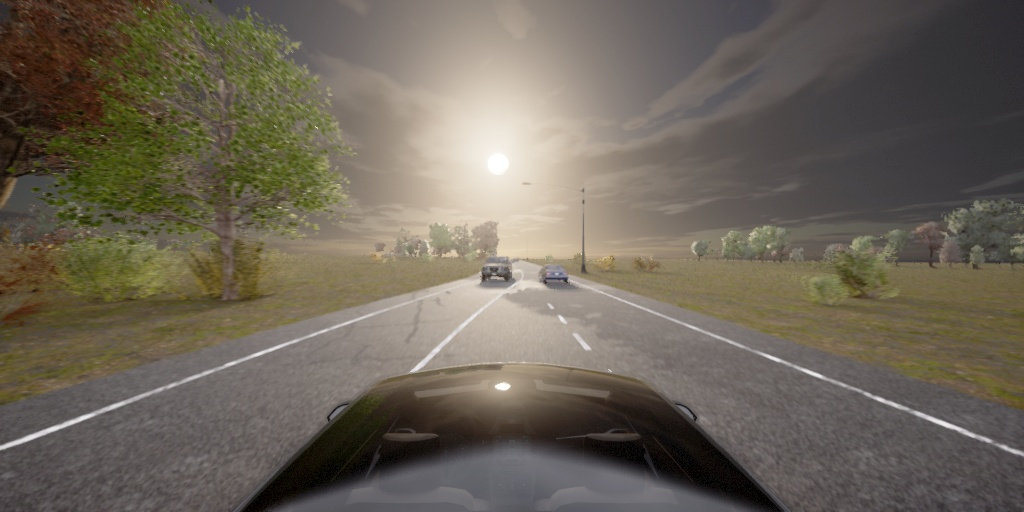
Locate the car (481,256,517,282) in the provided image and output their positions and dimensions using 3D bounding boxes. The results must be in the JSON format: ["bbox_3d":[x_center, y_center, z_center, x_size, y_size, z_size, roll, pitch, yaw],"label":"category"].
[{"bbox_3d":[-1.111,0.979,29.340,2.150,2.045,5.566,0,0,5],"label":"car"}]

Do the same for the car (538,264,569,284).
[{"bbox_3d":[3.112,1.317,27.596,2.033,1.411,5.357,0,0,-1],"label":"car"}]
